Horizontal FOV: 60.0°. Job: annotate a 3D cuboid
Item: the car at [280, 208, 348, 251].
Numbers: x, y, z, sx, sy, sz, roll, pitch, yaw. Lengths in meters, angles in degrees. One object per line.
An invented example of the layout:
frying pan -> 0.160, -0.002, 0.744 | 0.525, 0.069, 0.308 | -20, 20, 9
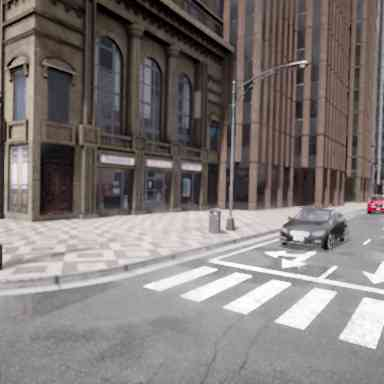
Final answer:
car -> 5.323, 1.452, 14.180 | 2.128, 1.511, 4.902 | 2, 1, 35

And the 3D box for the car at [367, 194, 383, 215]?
car -> 19.413, 1.281, 34.010 | 2.150, 2.045, 5.566 | 2, 1, 35
